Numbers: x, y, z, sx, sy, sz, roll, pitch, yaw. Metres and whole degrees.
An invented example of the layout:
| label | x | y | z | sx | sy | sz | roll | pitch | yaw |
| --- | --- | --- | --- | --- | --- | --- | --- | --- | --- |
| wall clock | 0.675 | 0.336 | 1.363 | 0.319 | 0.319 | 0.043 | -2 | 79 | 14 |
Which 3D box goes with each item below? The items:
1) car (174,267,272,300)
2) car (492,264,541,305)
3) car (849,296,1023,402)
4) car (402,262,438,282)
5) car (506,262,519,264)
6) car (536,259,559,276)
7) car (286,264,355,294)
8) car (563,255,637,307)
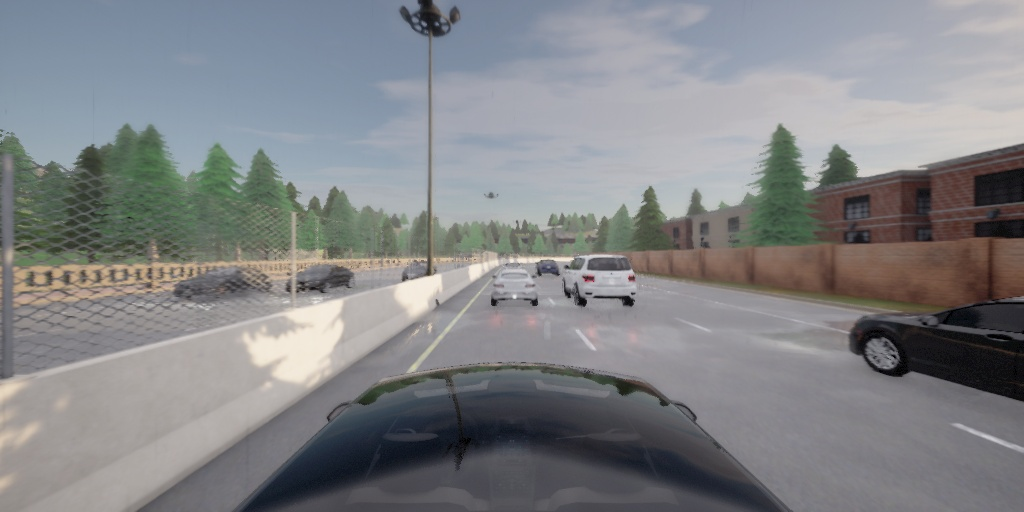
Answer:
| label | x | y | z | sx | sy | sz | roll | pitch | yaw |
| --- | --- | --- | --- | --- | --- | --- | --- | --- | --- |
| car | -14.093 | 1.270 | 17.897 | 1.812 | 1.442 | 4.674 | 0 | 0 | 0 |
| car | 0.098 | 1.271 | 15.756 | 1.812 | 1.442 | 4.674 | 0 | 0 | 0 |
| car | 7.100 | 1.255 | 4.539 | 1.837 | 1.490 | 4.892 | 0 | 0 | 0 |
| car | -7.043 | 1.234 | 27.845 | 2.128 | 1.511 | 4.902 | 0 | 0 | 1 |
| car | 0.092 | 1.339 | 40.079 | 1.895 | 1.301 | 4.718 | 0 | 0 | 0 |
| car | 3.592 | 1.091 | 37.302 | 2.097 | 1.767 | 4.553 | 0 | 0 | 0 |
| car | -10.588 | 1.249 | 20.220 | 1.837 | 1.490 | 4.892 | 0 | 0 | 0 |
| car | 3.599 | 0.969 | 15.610 | 2.150 | 2.045 | 5.566 | 0 | 0 | 0 |
